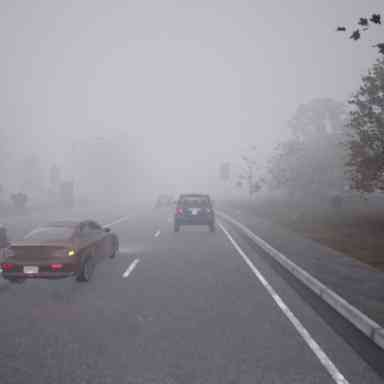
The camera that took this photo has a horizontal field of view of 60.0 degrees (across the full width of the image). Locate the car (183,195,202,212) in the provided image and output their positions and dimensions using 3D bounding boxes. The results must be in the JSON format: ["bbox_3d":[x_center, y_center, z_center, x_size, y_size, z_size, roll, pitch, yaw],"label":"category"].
[{"bbox_3d":[0.087,1.108,35.113,1.882,1.535,5.008,0,1,1],"label":"car"}]

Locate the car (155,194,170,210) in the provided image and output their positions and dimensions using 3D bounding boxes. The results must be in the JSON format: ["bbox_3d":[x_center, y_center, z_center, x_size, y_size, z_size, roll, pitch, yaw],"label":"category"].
[{"bbox_3d":[-2.609,0.967,36.367,2.097,1.767,4.553,0,1,5],"label":"car"}]

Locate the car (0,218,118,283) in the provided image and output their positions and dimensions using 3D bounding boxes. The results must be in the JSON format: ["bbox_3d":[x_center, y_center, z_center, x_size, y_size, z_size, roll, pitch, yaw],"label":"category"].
[{"bbox_3d":[-3.394,1.455,9.318,1.812,1.442,4.674,0,0,0],"label":"car"}]

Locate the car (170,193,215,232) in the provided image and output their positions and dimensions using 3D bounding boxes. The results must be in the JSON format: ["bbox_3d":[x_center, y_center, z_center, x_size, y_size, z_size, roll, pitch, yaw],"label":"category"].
[{"bbox_3d":[0.123,1.058,18.890,2.150,2.045,5.566,0,1,0],"label":"car"}]
